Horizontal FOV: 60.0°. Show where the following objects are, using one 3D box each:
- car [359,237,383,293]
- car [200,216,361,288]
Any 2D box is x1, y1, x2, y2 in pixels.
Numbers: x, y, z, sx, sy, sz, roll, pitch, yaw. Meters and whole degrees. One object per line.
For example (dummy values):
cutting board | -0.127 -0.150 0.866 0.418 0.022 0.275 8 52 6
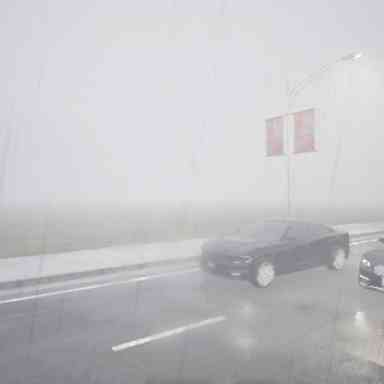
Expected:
car | 5.859 1.506 7.870 4.902 1.511 2.128 0 0 -36
car | 2.500 1.489 9.466 5.008 1.535 1.882 0 0 -36
